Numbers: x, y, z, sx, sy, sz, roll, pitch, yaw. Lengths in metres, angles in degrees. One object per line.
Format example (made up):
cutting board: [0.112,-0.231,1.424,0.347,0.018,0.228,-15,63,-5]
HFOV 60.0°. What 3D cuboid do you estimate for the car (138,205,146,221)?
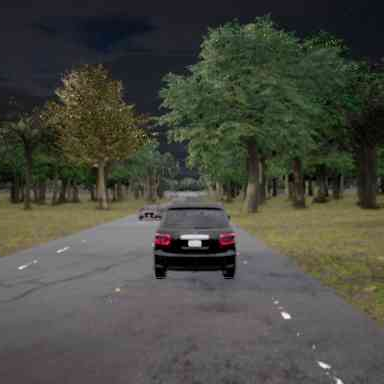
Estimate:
car: [-3.598,1.788,29.904,1.994,1.385,4.181,0,0,0]

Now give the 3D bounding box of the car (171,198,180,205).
car: [-3.497,1.972,71.298,1.837,1.490,4.892,0,0,0]

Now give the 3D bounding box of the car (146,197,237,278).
car: [0.085,1.307,10.541,2.150,2.045,5.566,0,0,0]
